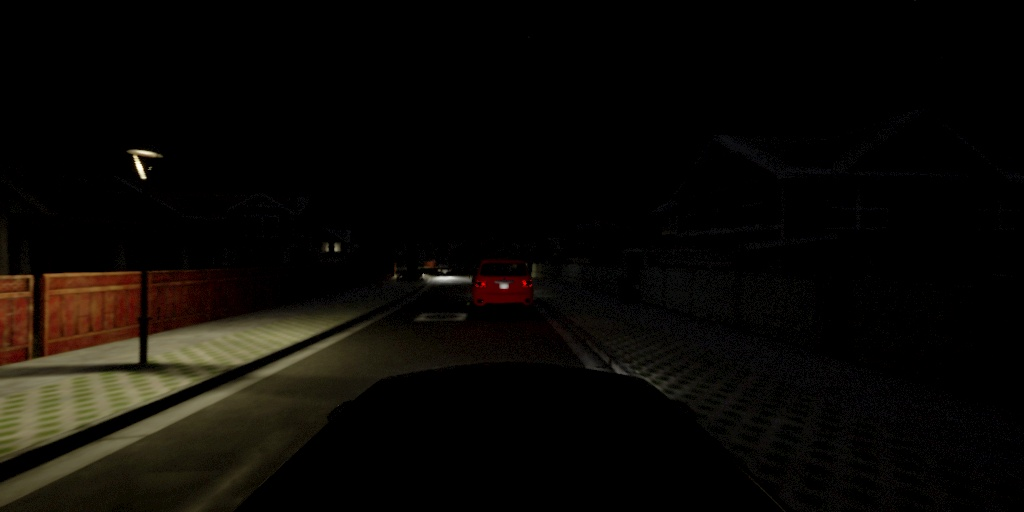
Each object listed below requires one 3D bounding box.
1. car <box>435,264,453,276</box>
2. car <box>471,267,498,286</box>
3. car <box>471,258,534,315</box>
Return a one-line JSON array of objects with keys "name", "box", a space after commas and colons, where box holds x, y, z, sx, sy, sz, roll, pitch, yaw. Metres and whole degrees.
[{"name": "car", "box": [-8.687, 1.761, 45.530, 2.128, 1.511, 4.902, 0, -1, -15]}, {"name": "car", "box": [-2.400, 1.662, 30.204, 1.895, 1.301, 4.718, 0, -1, -10]}, {"name": "car", "box": [-0.451, 1.111, 14.546, 2.150, 2.045, 5.566, 0, 0, -4]}]
